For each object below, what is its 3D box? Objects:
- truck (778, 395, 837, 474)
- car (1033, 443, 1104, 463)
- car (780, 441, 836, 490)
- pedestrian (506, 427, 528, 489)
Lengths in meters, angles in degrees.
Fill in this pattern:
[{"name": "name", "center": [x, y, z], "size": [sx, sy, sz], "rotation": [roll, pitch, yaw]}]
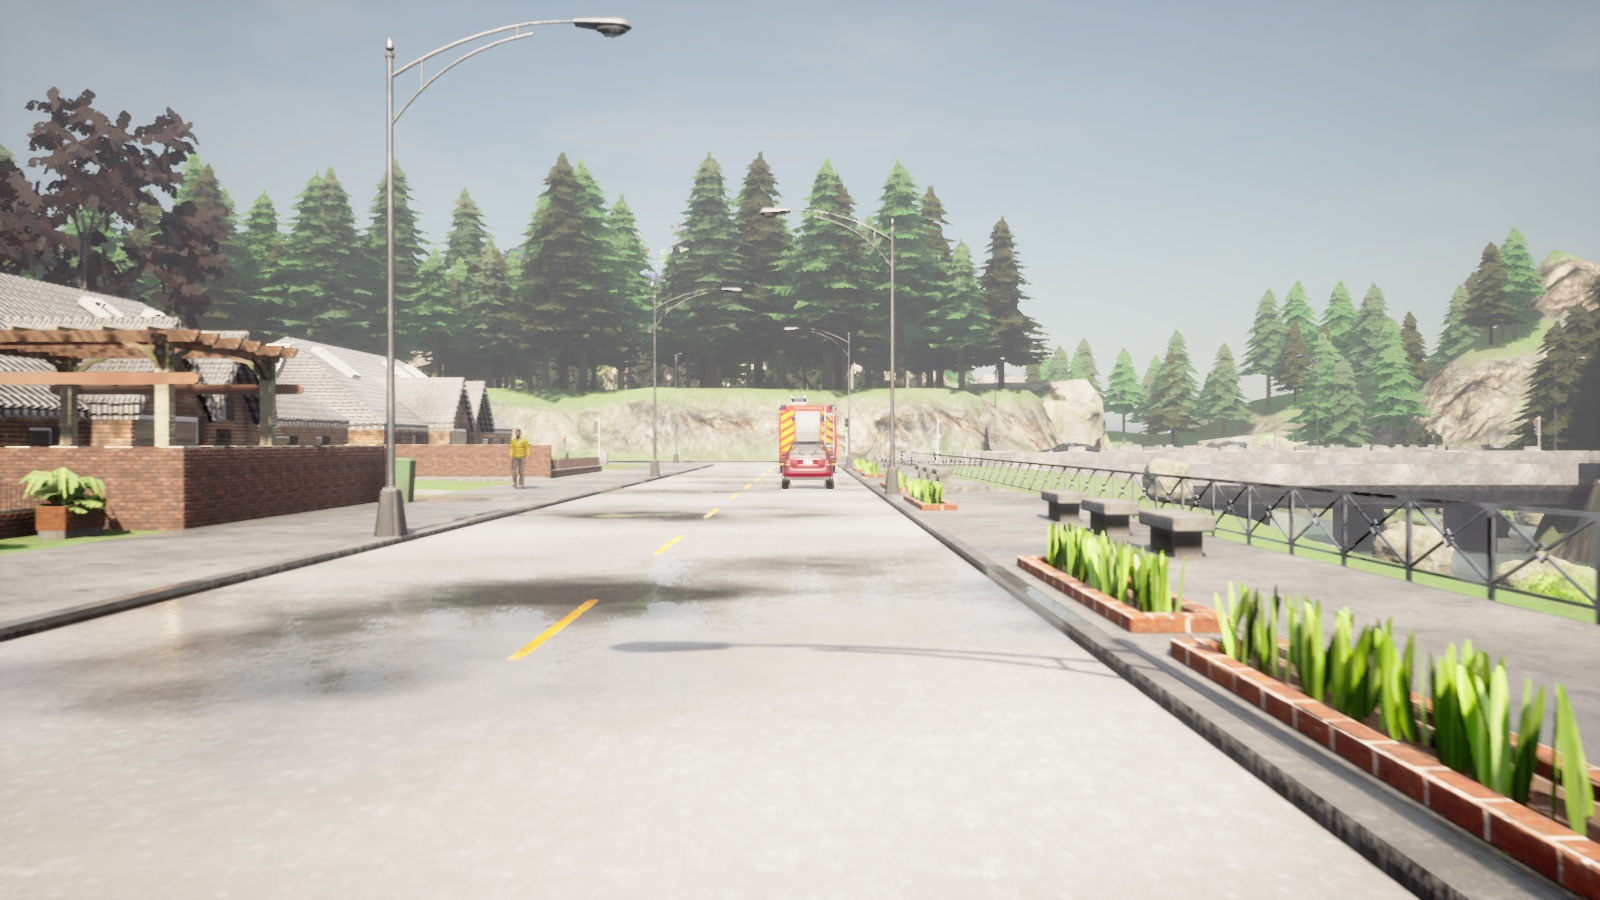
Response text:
[{"name": "truck", "center": [0.393, -0.786, 65.389], "size": [2.891, 3.827, 8.468], "rotation": [0, 0, 0]}, {"name": "car", "center": [20.104, 0.237, 94.148], "size": [4.892, 1.490, 1.837], "rotation": [0, 0, 0]}, {"name": "car", "center": [0.258, 0.487, 42.203], "size": [1.789, 1.549, 3.705], "rotation": [0, 0, 0]}, {"name": "pedestrian", "center": [-8.412, 0.239, 37.344], "size": [0.431, 1.840, 0.709], "rotation": [0, 0, 7]}]
